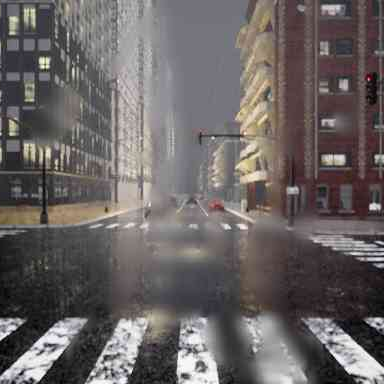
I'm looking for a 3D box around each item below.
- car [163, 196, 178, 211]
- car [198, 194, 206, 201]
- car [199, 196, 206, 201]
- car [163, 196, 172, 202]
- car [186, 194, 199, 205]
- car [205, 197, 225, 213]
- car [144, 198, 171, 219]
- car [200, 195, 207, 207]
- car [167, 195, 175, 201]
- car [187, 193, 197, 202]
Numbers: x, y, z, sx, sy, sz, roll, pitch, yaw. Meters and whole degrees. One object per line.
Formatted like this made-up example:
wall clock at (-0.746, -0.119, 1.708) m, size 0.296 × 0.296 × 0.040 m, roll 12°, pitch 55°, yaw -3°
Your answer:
car at (-3.113, 1.561, 39.613) m, size 1.994 × 1.385 × 4.181 m, roll 0°, pitch 0°, yaw 1°
car at (2.620, 1.461, 89.789) m, size 1.967 × 1.590 × 4.097 m, roll 0°, pitch 0°, yaw 0°
car at (2.625, 1.598, 84.140) m, size 1.802 × 1.307 × 4.206 m, roll 0°, pitch 0°, yaw 0°
car at (-5.751, 1.563, 78.484) m, size 2.008 × 1.369 × 4.403 m, roll 0°, pitch 0°, yaw 0°
car at (-0.046, 1.529, 59.928) m, size 1.812 × 1.442 × 4.674 m, roll 0°, pitch 0°, yaw 0°
car at (2.713, 1.578, 37.331) m, size 1.802 × 1.307 × 4.206 m, roll 0°, pitch 0°, yaw 0°
car at (-3.141, 1.543, 29.594) m, size 2.033 × 1.411 × 5.357 m, roll 0°, pitch 0°, yaw -4°
car at (2.652, 1.551, 50.249) m, size 2.008 × 1.369 × 4.403 m, roll 0°, pitch 0°, yaw 0°
car at (-5.760, 1.566, 89.782) m, size 1.887 × 1.381 × 4.507 m, roll 0°, pitch 0°, yaw 0°
car at (-0.054, 1.195, 69.900) m, size 2.097 × 1.767 × 4.553 m, roll 0°, pitch 0°, yaw 0°
